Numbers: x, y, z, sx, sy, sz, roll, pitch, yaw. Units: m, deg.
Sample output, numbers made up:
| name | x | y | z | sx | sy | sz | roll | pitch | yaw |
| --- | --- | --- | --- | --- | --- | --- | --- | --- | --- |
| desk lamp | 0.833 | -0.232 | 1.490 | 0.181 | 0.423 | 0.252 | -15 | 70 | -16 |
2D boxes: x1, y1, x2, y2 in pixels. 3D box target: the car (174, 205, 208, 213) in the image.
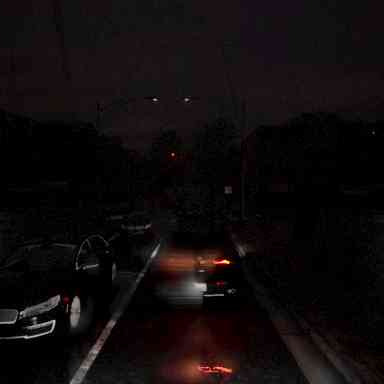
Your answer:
| name | x | y | z | sx | sy | sz | roll | pitch | yaw |
| --- | --- | --- | --- | --- | --- | --- | --- | --- | --- |
| car | 0.147 | 1.604 | 18.652 | 1.895 | 1.301 | 4.718 | 0 | 0 | 1 |

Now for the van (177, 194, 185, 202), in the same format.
| name | x | y | z | sx | sy | sz | roll | pitch | yaw |
| --- | --- | --- | --- | --- | --- | --- | --- | --- | --- |
| van | -2.587 | 1.313 | 77.476 | 1.690 | 1.788 | 3.998 | -1 | 0 | 0 |

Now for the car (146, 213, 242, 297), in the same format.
| name | x | y | z | sx | sy | sz | roll | pitch | yaw |
| --- | --- | --- | --- | --- | --- | --- | --- | --- | --- |
| car | 0.111 | 1.503 | 8.521 | 1.837 | 1.490 | 4.892 | 0 | 0 | 0 |

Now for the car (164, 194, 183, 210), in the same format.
| name | x | y | z | sx | sy | sz | roll | pitch | yaw |
| --- | --- | --- | --- | --- | --- | --- | --- | --- | --- |
| car | -2.623 | 1.489 | 44.240 | 1.967 | 1.590 | 4.097 | -2 | 0 | 0 |

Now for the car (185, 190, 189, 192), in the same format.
| name | x | y | z | sx | sy | sz | roll | pitch | yaw |
| --- | --- | --- | --- | --- | --- | --- | --- | --- | --- |
| car | -2.566 | 1.145 | 94.110 | 2.192 | 1.841 | 5.009 | -1 | 1 | 0 |

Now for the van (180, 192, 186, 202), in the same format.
| name | x | y | z | sx | sy | sz | roll | pitch | yaw |
| --- | --- | --- | --- | --- | --- | --- | --- | --- | --- |
| van | -2.599 | 1.369 | 66.396 | 1.690 | 1.788 | 3.998 | -1 | 0 | 0 |

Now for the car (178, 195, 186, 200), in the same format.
| name | x | y | z | sx | sy | sz | roll | pitch | yaw |
| --- | --- | --- | --- | --- | --- | --- | --- | --- | --- |
| car | -2.569 | 1.442 | 88.560 | 2.008 | 1.369 | 4.403 | -1 | 0 | 0 |

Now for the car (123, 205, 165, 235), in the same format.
| name | x | y | z | sx | sy | sz | roll | pitch | yaw |
| --- | --- | --- | --- | --- | --- | --- | --- | --- | --- |
| car | -2.642 | 1.584 | 17.463 | 1.802 | 1.307 | 4.206 | -2 | 0 | 0 |

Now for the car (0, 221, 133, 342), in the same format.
| name | x | y | z | sx | sy | sz | roll | pitch | yaw |
| --- | --- | --- | --- | --- | --- | --- | --- | --- | --- |
| car | -2.653 | 1.549 | 6.568 | 2.008 | 1.369 | 4.403 | -2 | 0 | 0 |

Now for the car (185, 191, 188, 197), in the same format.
| name | x | y | z | sx | sy | sz | roll | pitch | yaw |
| --- | --- | --- | --- | --- | --- | --- | --- | --- | --- |
| car | -2.595 | 1.318 | 71.940 | 2.192 | 1.841 | 5.009 | -1 | 0 | 0 |

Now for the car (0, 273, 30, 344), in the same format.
| name | x | y | z | sx | sy | sz | roll | pitch | yaw |
| --- | --- | --- | --- | --- | --- | --- | --- | --- | --- |
| car | -2.658 | 1.550 | 1.120 | 2.008 | 1.369 | 4.403 | -2 | 0 | 0 |
